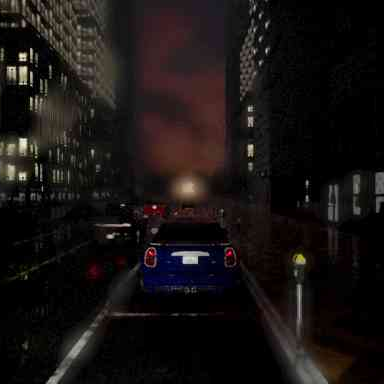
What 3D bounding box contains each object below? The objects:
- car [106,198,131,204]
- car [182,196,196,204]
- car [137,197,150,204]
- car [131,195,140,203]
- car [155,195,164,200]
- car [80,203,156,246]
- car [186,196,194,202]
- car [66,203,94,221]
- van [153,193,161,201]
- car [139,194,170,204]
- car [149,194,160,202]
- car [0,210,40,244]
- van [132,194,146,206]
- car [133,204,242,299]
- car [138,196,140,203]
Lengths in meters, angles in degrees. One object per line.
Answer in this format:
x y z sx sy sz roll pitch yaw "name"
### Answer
-8.833 1.537 38.569 2.008 1.369 4.403 0 0 0 "car"
-0.452 1.548 44.248 1.947 1.339 4.313 0 0 0 "car"
-8.832 1.550 61.338 1.802 1.307 4.206 0 0 0 "car"
-8.832 1.523 49.953 1.887 1.381 4.507 0 0 0 "car"
-8.832 1.503 89.799 1.947 1.339 4.313 0 0 0 "car"
-3.141 1.490 15.237 2.128 1.511 4.902 0 0 0 "car"
-0.452 1.533 78.399 1.802 1.307 4.206 0 0 0 "car"
-8.832 1.574 27.183 1.802 1.307 4.206 0 0 0 "car"
-8.831 1.285 84.106 1.690 1.788 3.998 0 0 0 "van"
-3.142 1.341 30.022 2.097 1.767 4.553 0 0 0 "car"
-8.832 1.391 78.413 1.967 1.590 4.097 0 0 0 "car"
-8.833 1.563 15.800 1.947 1.339 4.313 0 0 0 "car"
-8.831 1.314 55.646 1.690 1.788 3.998 0 0 0 "van"
-0.032 1.352 8.619 2.097 1.767 4.553 0 0 0 "car"
-6.147 1.526 48.693 2.033 1.411 5.357 0 0 0 "car"
